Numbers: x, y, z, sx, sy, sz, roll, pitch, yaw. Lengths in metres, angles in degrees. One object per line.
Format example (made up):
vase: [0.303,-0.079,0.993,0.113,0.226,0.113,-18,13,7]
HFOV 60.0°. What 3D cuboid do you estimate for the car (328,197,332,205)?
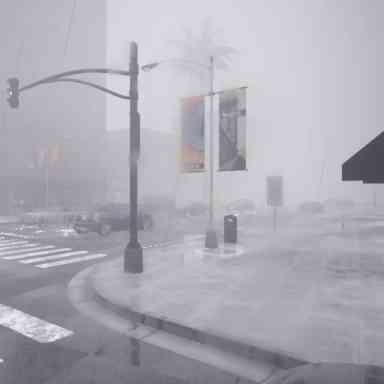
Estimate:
car: [26.172,1.622,61.582,1.882,1.535,5.008,0,0,35]

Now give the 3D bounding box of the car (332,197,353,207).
car: [24.807,1.619,54.013,2.128,1.511,4.902,0,0,35]

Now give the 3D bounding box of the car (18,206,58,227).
car: [-9.318,1.615,22.973,1.895,1.301,4.718,0,0,35]

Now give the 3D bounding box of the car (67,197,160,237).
car: [-4.209,1.373,18.580,2.097,1.767,4.553,0,0,35]

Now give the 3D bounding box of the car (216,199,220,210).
car: [2.247,1.528,39.311,1.882,1.535,5.008,0,0,35]

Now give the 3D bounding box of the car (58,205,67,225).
car: [-5.798,1.568,22.310,2.033,1.411,5.357,0,0,35]

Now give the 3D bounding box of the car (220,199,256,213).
car: [5.710,1.549,38.583,2.128,1.511,4.902,0,0,35]

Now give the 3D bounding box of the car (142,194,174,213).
car: [-3.679,1.252,30.944,2.150,2.045,5.566,0,0,35]

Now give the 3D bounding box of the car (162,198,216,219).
car: [-0.129,1.515,30.333,1.882,1.535,5.008,0,0,35]

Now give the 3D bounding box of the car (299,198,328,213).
car: [13.958,1.641,38.662,1.994,1.385,4.181,0,0,35]

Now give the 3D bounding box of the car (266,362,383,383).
car: [2.202,1.551,1.275,4.403,1.369,2.008,0,0,36]
